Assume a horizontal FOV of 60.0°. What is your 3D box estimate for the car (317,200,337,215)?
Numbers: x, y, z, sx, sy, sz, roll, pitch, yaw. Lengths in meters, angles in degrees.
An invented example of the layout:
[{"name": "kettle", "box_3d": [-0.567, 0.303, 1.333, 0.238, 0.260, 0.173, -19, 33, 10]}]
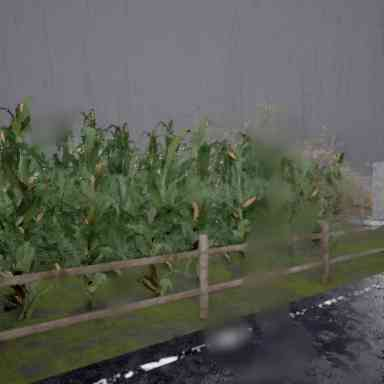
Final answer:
[{"name": "car", "box_3d": [11.021, 1.413, 30.444, 1.994, 1.385, 4.181, -1, 0, -34]}]
